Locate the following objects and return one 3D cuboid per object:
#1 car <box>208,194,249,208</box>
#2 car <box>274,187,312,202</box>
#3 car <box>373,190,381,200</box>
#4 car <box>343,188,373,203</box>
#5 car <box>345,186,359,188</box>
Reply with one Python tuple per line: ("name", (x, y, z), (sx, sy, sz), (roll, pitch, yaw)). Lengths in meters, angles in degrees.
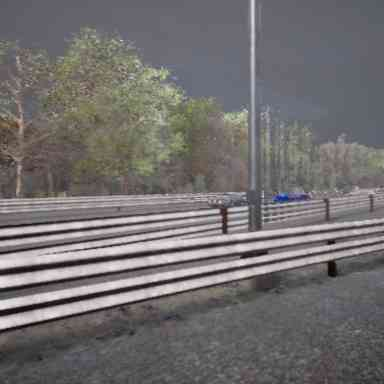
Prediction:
("car", (3.764, 0.902, 32.557), (2.033, 1.411, 5.357), (0, 1, 41))
("car", (10.782, 0.472, 35.251), (2.150, 2.045, 5.566), (0, 1, 41))
("car", (23.249, 0.526, 44.216), (1.837, 1.490, 4.892), (0, 1, 41))
("car", (20.169, 0.611, 40.641), (1.812, 1.442, 4.674), (0, 0, 42))
("car", (30.588, -0.102, 63.179), (2.150, 2.045, 5.566), (0, 1, 41))
